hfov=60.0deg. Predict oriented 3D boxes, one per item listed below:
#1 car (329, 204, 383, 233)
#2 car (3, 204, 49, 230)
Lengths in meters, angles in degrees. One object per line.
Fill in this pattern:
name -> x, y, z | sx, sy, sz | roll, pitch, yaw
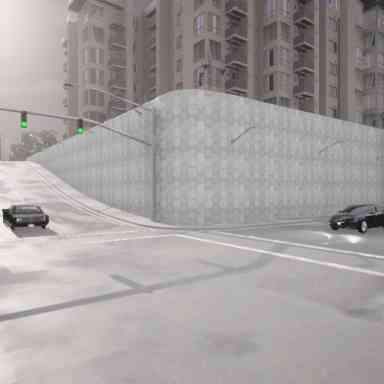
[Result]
car -> 10.109, 1.504, 19.806 | 4.892, 1.490, 1.837 | 0, 0, -36
car -> -10.032, 1.386, 19.856 | 1.895, 1.301, 4.718 | 0, 3, -36
